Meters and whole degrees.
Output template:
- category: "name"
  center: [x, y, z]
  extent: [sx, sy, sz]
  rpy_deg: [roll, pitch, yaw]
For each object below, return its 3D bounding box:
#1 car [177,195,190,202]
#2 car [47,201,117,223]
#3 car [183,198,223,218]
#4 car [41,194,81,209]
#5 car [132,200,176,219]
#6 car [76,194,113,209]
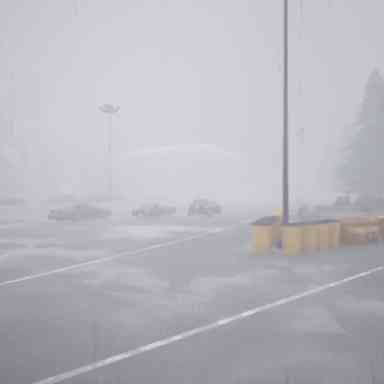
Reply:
- category: "car"
  center: [-1.979, 1.581, 77.600]
  extent: [1.882, 1.535, 5.008]
  rpy_deg: [0, 0, 13]
- category: "car"
  center: [-8.657, 1.582, 26.122]
  extent: [2.033, 1.411, 5.357]
  rpy_deg: [0, 0, 26]
- category: "car"
  center: [1.326, 1.399, 31.068]
  extent: [2.097, 1.767, 4.553]
  rpy_deg: [0, 0, 24]
- category: "car"
  center: [-18.564, 1.283, 47.452]
  extent: [2.150, 2.045, 5.566]
  rpy_deg: [0, 0, 22]
- category: "car"
  center: [-3.205, 1.643, 29.320]
  extent: [1.895, 1.301, 4.718]
  rpy_deg: [0, 0, 25]
- category: "car"
  center: [-14.220, 1.287, 48.839]
  extent: [2.150, 2.045, 5.566]
  rpy_deg: [0, 0, 22]
